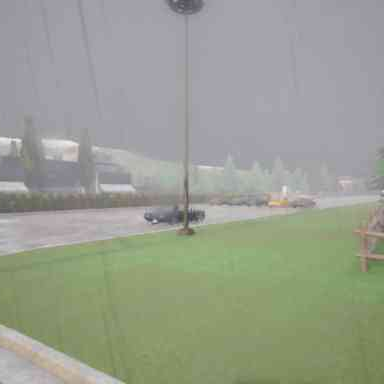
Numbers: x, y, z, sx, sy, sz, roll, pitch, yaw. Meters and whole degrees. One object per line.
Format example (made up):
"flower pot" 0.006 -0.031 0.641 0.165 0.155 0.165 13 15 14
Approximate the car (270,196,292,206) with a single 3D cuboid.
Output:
"car" 15.448 1.485 57.511 2.128 1.511 4.902 0 0 36

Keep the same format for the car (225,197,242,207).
"car" 7.561 1.556 52.612 1.994 1.385 4.181 0 0 37

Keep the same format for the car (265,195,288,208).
"car" 12.747 1.472 47.870 1.882 1.535 5.008 0 0 37

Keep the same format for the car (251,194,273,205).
"car" 12.615 1.344 59.566 2.097 1.767 4.553 0 0 36

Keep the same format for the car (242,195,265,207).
"car" 9.954 1.485 49.976 2.128 1.511 4.902 0 0 37

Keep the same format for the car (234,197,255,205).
"car" 9.836 1.592 61.694 1.895 1.301 4.718 0 0 36

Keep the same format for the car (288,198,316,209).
"car" 15.436 1.543 45.620 2.033 1.411 5.357 0 0 37

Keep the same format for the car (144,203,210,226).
"car" -1.048 1.596 23.337 1.895 1.301 4.718 0 0 37

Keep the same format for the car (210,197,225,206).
"car" 4.660 1.555 54.586 1.994 1.385 4.181 0 0 37

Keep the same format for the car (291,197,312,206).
"car" 18.281 1.595 55.455 1.895 1.301 4.718 0 0 36
